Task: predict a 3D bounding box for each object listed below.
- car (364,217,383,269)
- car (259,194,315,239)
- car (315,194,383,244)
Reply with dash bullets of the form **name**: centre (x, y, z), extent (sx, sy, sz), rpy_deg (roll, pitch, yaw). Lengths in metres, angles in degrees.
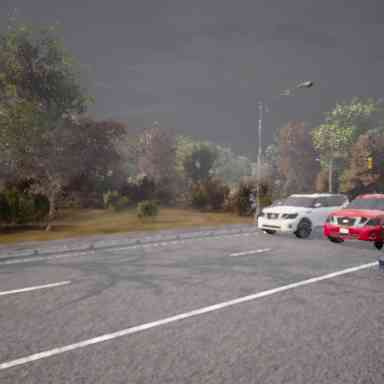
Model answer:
- **car**: centre (7.014, 1.418, 8.780), extent (5.357, 1.411, 2.033), rpy_deg (0, 0, -35)
- **car**: centre (5.846, 1.093, 16.660), extent (5.566, 2.045, 2.150), rpy_deg (1, 0, -35)
- **car**: centre (7.855, 1.093, 13.795), extent (5.566, 2.045, 2.150), rpy_deg (1, 0, -35)
